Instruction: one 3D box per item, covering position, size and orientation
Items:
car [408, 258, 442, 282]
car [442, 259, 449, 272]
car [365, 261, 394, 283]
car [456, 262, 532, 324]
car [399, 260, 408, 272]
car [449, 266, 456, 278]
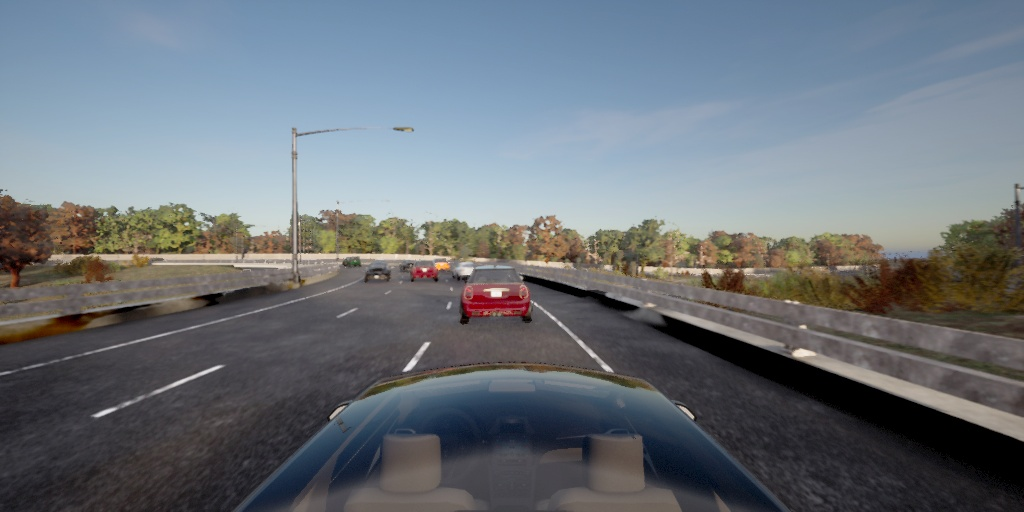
[{"bbox_3d":[-7.306,1.117,29.708,2.097,1.767,4.553,0,0,-16],"label":"car"},{"bbox_3d":[-9.566,1.112,46.568,2.097,1.767,4.553,0,0,-23],"label":"car"},{"bbox_3d":[-10.757,1.294,29.067,1.837,1.490,4.892,0,1,-16],"label":"car"},{"bbox_3d":[-0.636,1.094,12.218,2.097,1.767,4.553,0,0,-5],"label":"car"},{"bbox_3d":[-13.534,1.293,46.933,1.837,1.490,4.892,0,1,-24],"label":"car"},{"bbox_3d":[-3.963,1.270,30.715,1.812,1.442,4.674,0,0,-16],"label":"car"}]
